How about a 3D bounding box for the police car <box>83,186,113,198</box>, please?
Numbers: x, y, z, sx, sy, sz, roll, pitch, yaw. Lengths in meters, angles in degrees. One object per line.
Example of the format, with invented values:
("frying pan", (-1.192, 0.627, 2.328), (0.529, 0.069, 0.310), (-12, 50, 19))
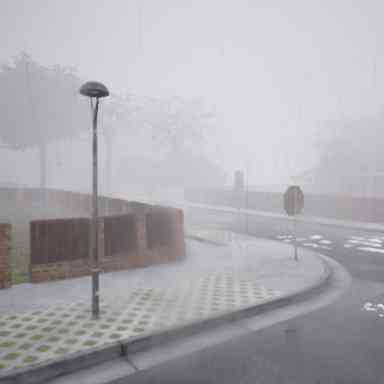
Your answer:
("police car", (-9.781, 0.156, 34.613), (1.930, 1.638, 5.238), (-1, 3, -35))
